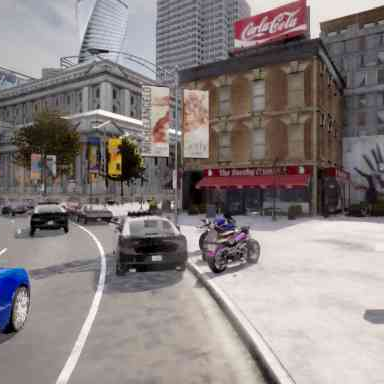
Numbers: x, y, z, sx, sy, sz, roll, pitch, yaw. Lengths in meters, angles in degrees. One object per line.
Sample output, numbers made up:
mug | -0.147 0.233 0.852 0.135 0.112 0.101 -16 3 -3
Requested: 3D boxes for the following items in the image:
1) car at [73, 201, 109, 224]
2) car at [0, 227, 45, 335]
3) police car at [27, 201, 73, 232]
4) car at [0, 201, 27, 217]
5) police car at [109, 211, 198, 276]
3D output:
car | -7.348 1.590 24.614 1.895 1.301 4.718 0 0 -28
car | -3.534 1.475 3.675 1.882 1.535 5.008 0 0 -5
police car | -8.449 1.418 19.524 1.930 1.638 5.238 0 0 -26
car | -16.708 1.533 31.796 2.033 1.411 5.357 0 0 -43
police car | -1.526 1.424 10.675 1.930 1.638 5.238 0 0 -15
